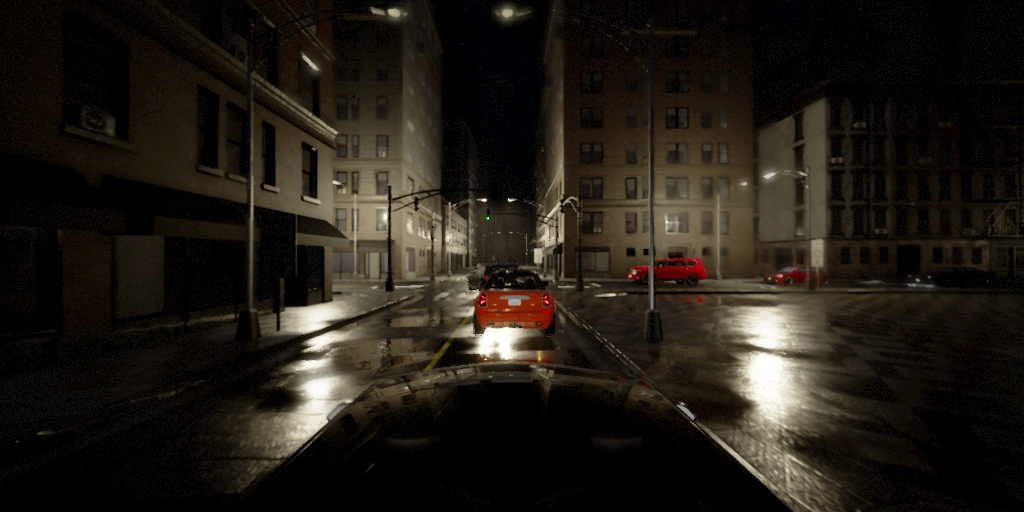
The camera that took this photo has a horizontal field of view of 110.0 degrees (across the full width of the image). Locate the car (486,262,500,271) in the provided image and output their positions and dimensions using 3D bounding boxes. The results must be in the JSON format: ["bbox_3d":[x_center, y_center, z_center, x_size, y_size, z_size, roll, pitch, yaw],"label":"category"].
[{"bbox_3d":[-3.128,1.820,60.733,2.033,1.411,5.357,0,-1,0],"label":"car"}]

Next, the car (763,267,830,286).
[{"bbox_3d":[21.826,1.549,27.603,4.181,1.385,1.994,0,0,0],"label":"car"}]

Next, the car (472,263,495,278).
[{"bbox_3d":[-3.128,1.582,40.215,2.128,1.511,4.902,0,-1,0],"label":"car"}]

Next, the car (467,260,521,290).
[{"bbox_3d":[-1.289,1.277,21.415,2.097,1.767,4.553,0,-1,-18],"label":"car"}]

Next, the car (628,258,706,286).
[{"bbox_3d":[11.837,1.204,27.538,5.566,2.045,2.150,0,0,0],"label":"car"}]

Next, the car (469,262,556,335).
[{"bbox_3d":[0.073,1.183,10.933,2.097,1.767,4.553,0,-1,0],"label":"car"}]

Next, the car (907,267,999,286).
[{"bbox_3d":[34.012,1.535,27.697,5.357,1.411,2.033,0,0,0],"label":"car"}]

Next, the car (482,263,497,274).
[{"bbox_3d":[-3.120,1.686,50.462,1.837,1.490,4.892,0,-1,0],"label":"car"}]
